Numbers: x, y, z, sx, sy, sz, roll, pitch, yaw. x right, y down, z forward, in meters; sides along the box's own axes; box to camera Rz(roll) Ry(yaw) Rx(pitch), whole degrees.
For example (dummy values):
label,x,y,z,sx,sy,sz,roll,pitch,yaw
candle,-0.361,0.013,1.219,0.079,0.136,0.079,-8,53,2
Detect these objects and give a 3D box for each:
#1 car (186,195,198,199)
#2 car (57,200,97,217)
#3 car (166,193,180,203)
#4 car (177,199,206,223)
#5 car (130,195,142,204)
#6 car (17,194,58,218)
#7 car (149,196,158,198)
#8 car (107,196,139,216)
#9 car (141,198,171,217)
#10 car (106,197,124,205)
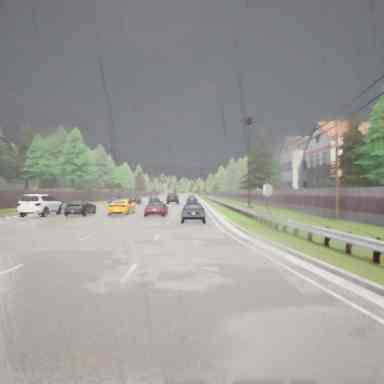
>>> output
label,x,y,z,sx,sy,sz,roll,pitch,yaw
car,0.006,1.368,60.810,2.097,1.767,4.553,0,0,0
car,-10.398,1.499,31.315,2.128,1.511,4.902,0,0,0
car,-3.494,1.238,60.498,2.150,2.045,5.566,0,0,0
car,0.102,1.554,25.875,2.033,1.411,5.357,0,0,0
car,-10.493,1.367,60.934,2.097,1.767,4.553,0,0,0
car,-13.897,1.229,30.748,2.150,2.045,5.566,0,0,0
car,-6.991,1.508,60.892,2.128,1.511,4.902,0,0,0
car,-6.896,1.486,32.982,1.882,1.535,5.008,0,0,0
car,-3.397,1.572,32.085,1.994,1.385,4.181,0,0,0
car,-13.994,1.562,60.425,2.033,1.411,5.357,0,0,0
